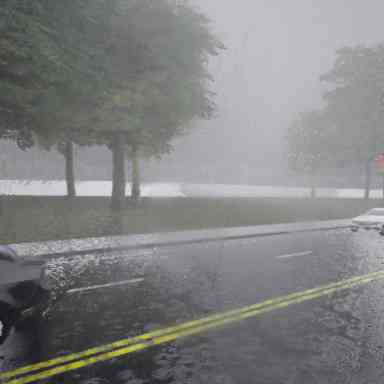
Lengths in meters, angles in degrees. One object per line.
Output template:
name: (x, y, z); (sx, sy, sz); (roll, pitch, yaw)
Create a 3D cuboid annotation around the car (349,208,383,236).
car: (11.210, 1.667, 19.607); (4.674, 1.442, 1.812); (1, -1, -35)

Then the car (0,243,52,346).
car: (-4.518, 1.501, 4.444); (4.892, 1.490, 1.837); (1, 0, -35)

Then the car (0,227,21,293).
car: (-6.428, 1.596, 7.073); (4.718, 1.301, 1.895); (0, 0, -35)
